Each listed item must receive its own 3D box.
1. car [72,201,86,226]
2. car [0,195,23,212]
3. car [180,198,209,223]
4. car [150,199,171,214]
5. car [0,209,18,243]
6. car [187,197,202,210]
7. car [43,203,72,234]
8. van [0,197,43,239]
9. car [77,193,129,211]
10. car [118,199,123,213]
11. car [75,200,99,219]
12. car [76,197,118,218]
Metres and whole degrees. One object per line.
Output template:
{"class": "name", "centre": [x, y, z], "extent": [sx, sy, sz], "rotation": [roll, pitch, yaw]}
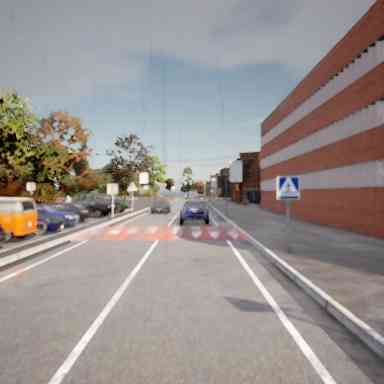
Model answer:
{"class": "car", "centre": [-9.408, 1.477, 20.718], "extent": [4.674, 1.452, 2.002], "rotation": [0, 0, 0]}
{"class": "car", "centre": [-21.966, 1.270, 37.552], "extent": [4.553, 1.767, 2.185], "rotation": [0, -1, 0]}
{"class": "car", "centre": [0.178, 1.361, 25.555], "extent": [2.097, 1.767, 4.553], "rotation": [0, 0, 0]}
{"class": "car", "centre": [-3.205, 1.508, 34.897], "extent": [1.837, 1.490, 4.892], "rotation": [0, 0, 1]}
{"class": "car", "centre": [-9.378, 1.487, 12.241], "extent": [4.674, 1.452, 2.002], "rotation": [0, 0, 0]}
{"class": "car", "centre": [0.305, 1.499, 42.931], "extent": [1.837, 1.490, 4.892], "rotation": [0, 0, 1]}
{"class": "car", "centre": [-9.368, 1.470, 17.892], "extent": [4.792, 1.488, 2.163], "rotation": [0, 0, 0]}
{"class": "van", "centre": [-9.505, 1.218, 15.066], "extent": [4.442, 1.987, 1.878], "rotation": [0, 0, 0]}
{"class": "car", "centre": [-9.419, 1.160, 34.846], "extent": [5.566, 2.045, 2.435], "rotation": [0, 0, 0]}
{"class": "car", "centre": [-9.437, 1.458, 32.022], "extent": [4.674, 1.452, 2.002], "rotation": [0, 0, 0]}
{"class": "car", "centre": [-9.411, 1.474, 23.544], "extent": [4.674, 1.452, 2.002], "rotation": [0, 0, 0]}
{"class": "car", "centre": [-9.425, 1.425, 29.194], "extent": [5.008, 1.535, 2.097], "rotation": [0, 0, 0]}
